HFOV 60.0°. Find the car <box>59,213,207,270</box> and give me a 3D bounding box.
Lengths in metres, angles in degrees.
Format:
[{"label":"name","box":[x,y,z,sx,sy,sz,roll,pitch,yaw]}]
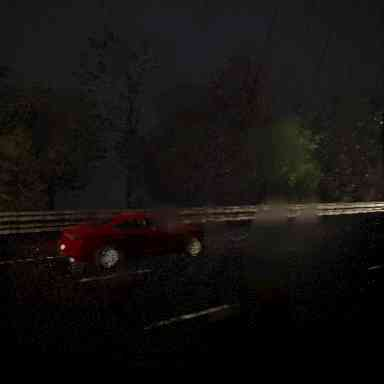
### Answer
[{"label":"car","box":[-1.748,1.459,11.121,5.008,1.535,1.882,0,0,-36]}]
